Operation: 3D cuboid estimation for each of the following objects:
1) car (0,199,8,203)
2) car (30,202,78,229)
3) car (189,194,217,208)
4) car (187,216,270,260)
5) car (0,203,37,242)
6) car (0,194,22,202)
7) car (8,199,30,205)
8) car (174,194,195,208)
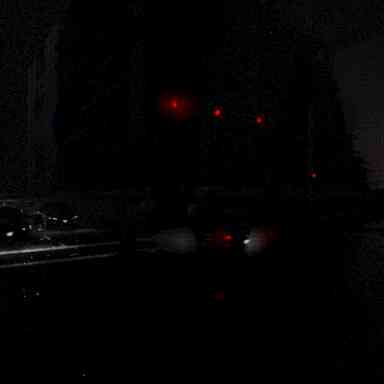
[{"bbox_3d":[-14.425,1.458,23.272,1.882,1.535,5.008,0,0,-36],"label":"car"},{"bbox_3d":[-8.917,1.485,21.635,1.837,1.490,4.892,0,0,-36],"label":"car"},{"bbox_3d":[1.526,1.182,46.631,1.905,1.878,3.866,0,0,-36],"label":"car"},{"bbox_3d":[1.216,1.581,12.644,1.994,1.385,4.181,0,0,-17],"label":"car"},{"bbox_3d":[-8.859,1.479,15.575,1.837,1.490,4.892,0,0,-36],"label":"car"},{"bbox_3d":[-21.130,1.217,38.514,2.150,2.045,5.566,0,0,-36],"label":"car"},{"bbox_3d":[-14.885,1.589,29.874,1.895,1.301,4.718,0,0,-36],"label":"car"},{"bbox_3d":[-0.865,1.179,44.919,1.905,1.878,3.866,0,0,-36],"label":"car"}]
